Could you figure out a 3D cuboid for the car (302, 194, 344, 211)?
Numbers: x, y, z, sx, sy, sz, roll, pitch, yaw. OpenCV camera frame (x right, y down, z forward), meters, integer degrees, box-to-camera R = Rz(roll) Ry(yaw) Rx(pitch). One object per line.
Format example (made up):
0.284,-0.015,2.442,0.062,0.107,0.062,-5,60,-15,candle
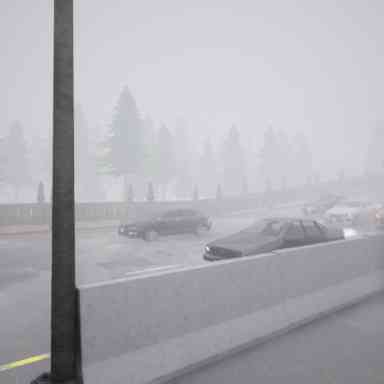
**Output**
10.277,0.935,25.154,4.902,1.511,2.128,-5,3,-37,car

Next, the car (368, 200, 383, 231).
11.358,1.034,17.166,4.553,1.767,2.097,-4,2,-37,car

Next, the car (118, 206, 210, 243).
-1.207,1.499,16.343,4.892,1.490,1.837,0,0,-38,car

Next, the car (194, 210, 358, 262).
2.886,1.541,10.661,5.357,1.411,2.033,0,0,-37,car

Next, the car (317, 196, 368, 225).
10.020,1.160,20.505,4.674,1.442,1.812,-4,2,-37,car
